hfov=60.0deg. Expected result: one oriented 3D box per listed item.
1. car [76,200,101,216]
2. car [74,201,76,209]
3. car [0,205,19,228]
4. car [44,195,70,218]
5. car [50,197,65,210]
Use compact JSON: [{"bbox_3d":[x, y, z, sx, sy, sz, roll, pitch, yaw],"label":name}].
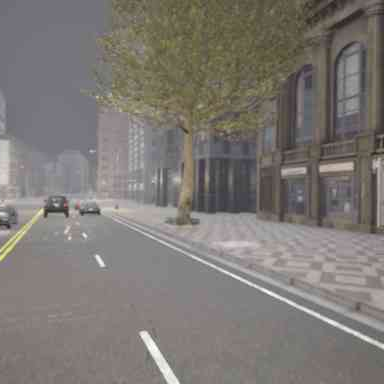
[{"bbox_3d":[-10.762,1.704,35.007,1.994,1.385,4.181,1,0,-21],"label":"car"},{"bbox_3d":[-15.008,1.710,45.633,1.994,1.385,4.181,1,0,-21],"label":"car"},{"bbox_3d":[-12.852,1.589,22.338,2.033,1.411,5.357,1,0,-21],"label":"car"},{"bbox_3d":[-12.931,1.320,31.846,2.150,2.045,5.566,1,0,-22],"label":"car"},{"bbox_3d":[-18.594,1.583,46.064,1.882,1.535,5.008,1,0,-21],"label":"car"}]
